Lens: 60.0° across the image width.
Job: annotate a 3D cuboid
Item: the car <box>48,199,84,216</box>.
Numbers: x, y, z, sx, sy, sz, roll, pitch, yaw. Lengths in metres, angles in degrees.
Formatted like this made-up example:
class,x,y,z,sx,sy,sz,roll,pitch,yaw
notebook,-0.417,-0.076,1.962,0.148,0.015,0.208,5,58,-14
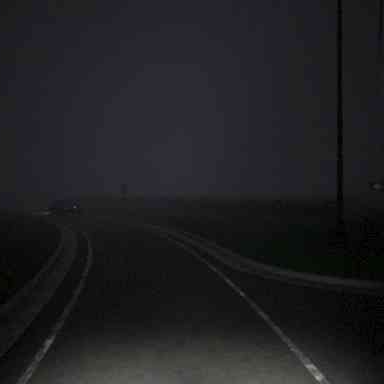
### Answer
class,x,y,z,sx,sy,sz,roll,pitch,yaw
car,-11.654,1.380,30.577,2.033,1.411,5.357,-1,1,-38

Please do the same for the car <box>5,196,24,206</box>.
class,x,y,z,sx,sy,sz,roll,pitch,yaw
car,-26.516,1.293,49.768,1.812,1.442,4.674,-1,1,-37
